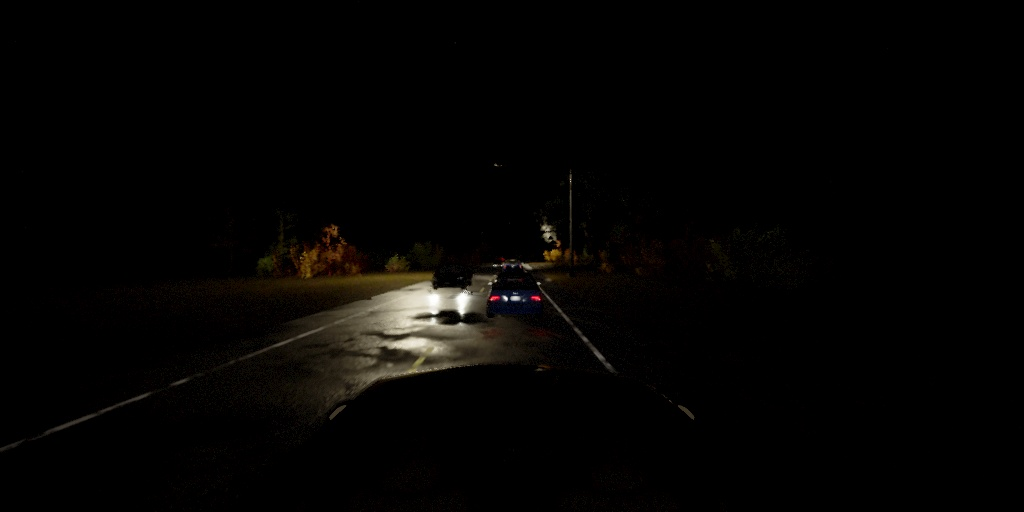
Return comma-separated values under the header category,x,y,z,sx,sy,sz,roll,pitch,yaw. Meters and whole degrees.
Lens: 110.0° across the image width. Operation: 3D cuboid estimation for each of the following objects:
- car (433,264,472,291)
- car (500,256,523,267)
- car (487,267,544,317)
category,x,y,z,sx,sy,sz,roll,pitch,yaw
car,-3.605,1.228,22.355,1.882,1.535,5.008,0,0,0
car,0.090,1.104,37.562,2.097,1.767,4.553,0,0,0
car,0.097,1.298,13.043,2.033,1.411,5.357,0,0,0
